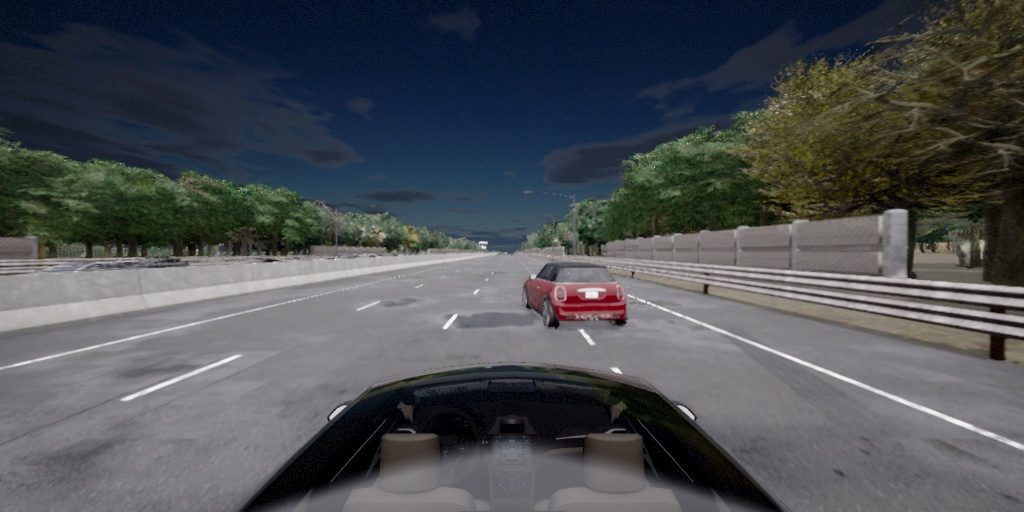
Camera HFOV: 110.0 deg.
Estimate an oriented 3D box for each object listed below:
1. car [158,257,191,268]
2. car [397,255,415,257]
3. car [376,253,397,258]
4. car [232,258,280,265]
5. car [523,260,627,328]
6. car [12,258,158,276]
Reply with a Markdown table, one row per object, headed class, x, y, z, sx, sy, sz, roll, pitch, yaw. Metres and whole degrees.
| class | x | y | z | sx | sy | sz | roll | pitch | yaw |
| --- | --- | --- | --- | --- | --- | --- | --- | --- | --- |
| car | -28.007 | 0.863 | 28.203 | 1.837 | 1.490 | 4.892 | 0 | 0 | 0 |
| car | -17.515 | 0.521 | 61.597 | 2.033 | 1.411 | 5.357 | 0 | 1 | 0 |
| car | -21.017 | 0.331 | 61.663 | 2.097 | 1.767 | 4.553 | 0 | 0 | 0 |
| car | -17.542 | 0.910 | 24.532 | 1.837 | 1.490 | 4.892 | 0 | 0 | 0 |
| car | 1.681 | 0.961 | 11.032 | 2.097 | 1.767 | 4.553 | 0 | 1 | -8 |
| car | -21.076 | 0.996 | 17.641 | 2.128 | 1.511 | 4.902 | 0 | 1 | 0 |
